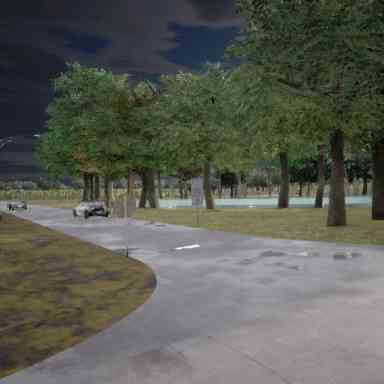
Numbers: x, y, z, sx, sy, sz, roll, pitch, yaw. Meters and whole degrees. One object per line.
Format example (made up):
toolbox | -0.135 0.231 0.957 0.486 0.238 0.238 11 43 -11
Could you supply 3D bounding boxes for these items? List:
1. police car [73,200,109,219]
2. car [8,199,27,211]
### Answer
police car | -9.230 1.551 29.930 2.038 1.542 4.974 -3 1 -36
car | -24.220 1.737 46.122 2.128 1.511 4.902 -3 1 -36
